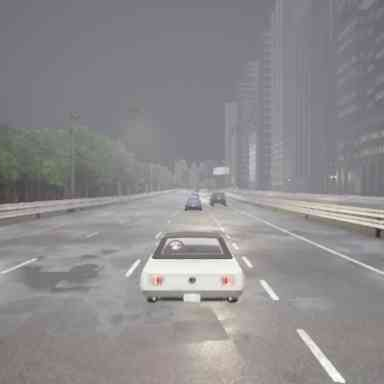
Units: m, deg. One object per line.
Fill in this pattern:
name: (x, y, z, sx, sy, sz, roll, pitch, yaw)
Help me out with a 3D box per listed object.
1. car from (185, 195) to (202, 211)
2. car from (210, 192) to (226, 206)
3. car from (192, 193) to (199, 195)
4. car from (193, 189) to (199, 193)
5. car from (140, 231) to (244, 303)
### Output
car: (0.191, 1.451, 39.770, 1.994, 1.385, 4.181, 0, 0, 1)
car: (3.885, 1.069, 50.179, 2.150, 2.045, 5.566, 0, 0, 1)
car: (0.388, 1.330, 57.796, 1.812, 1.442, 4.674, 0, 1, 1)
car: (0.942, 0.761, 91.700, 1.882, 1.535, 5.008, 0, 1, 1)
car: (0.011, 1.595, 8.141, 1.895, 1.301, 4.718, 0, 0, 0)
